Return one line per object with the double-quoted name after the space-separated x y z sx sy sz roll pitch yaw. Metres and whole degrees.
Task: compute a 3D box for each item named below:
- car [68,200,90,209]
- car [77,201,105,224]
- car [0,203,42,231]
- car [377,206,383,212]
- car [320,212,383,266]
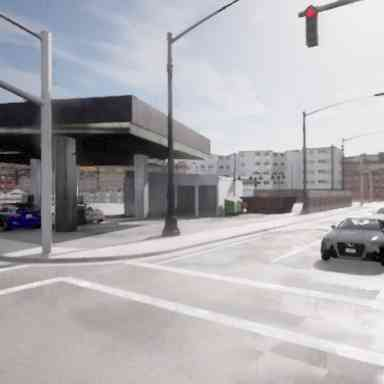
-19.353 2.120 57.188 1.837 1.490 4.892 0 -1 2 "car"
-8.864 1.745 26.817 3.806 1.475 1.970 -1 -1 37 "car"
-11.724 1.568 21.777 4.611 1.667 2.242 -1 -1 37 "car"
12.109 1.588 20.175 1.812 1.442 4.674 -1 -1 36 "car"
6.017 1.611 11.815 1.994 1.385 4.181 -1 -1 36 "car"
